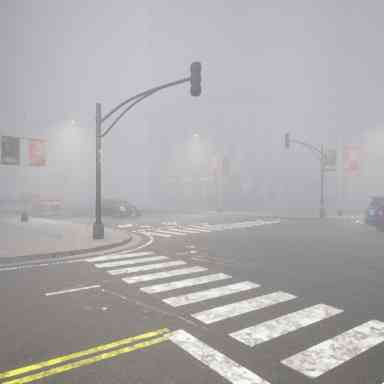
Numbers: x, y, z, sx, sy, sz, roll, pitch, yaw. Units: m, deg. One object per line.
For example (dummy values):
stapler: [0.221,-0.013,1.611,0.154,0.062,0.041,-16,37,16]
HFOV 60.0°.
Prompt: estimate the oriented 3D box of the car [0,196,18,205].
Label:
car: [-33.703,1.531,60.944,1.994,1.385,4.181,0,0,-45]

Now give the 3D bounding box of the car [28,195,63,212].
car: [-17.290,1.459,39.616,1.882,1.535,5.008,0,0,-45]

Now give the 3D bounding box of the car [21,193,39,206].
car: [-26.122,1.198,53.350,5.566,2.045,2.150,0,0,45]

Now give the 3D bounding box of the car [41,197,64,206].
car: [-23.096,1.545,54.929,4.181,1.385,1.994,0,0,44]

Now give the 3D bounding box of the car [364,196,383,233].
car: [12.048,1.225,17.386,5.566,2.045,2.150,0,1,1]

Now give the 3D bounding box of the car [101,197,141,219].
car: [-6.353,1.339,28.649,2.097,1.767,4.553,0,0,-45]

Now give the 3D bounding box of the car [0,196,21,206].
car: [-28.373,1.330,50.858,1.994,1.385,4.181,0,0,-45]
